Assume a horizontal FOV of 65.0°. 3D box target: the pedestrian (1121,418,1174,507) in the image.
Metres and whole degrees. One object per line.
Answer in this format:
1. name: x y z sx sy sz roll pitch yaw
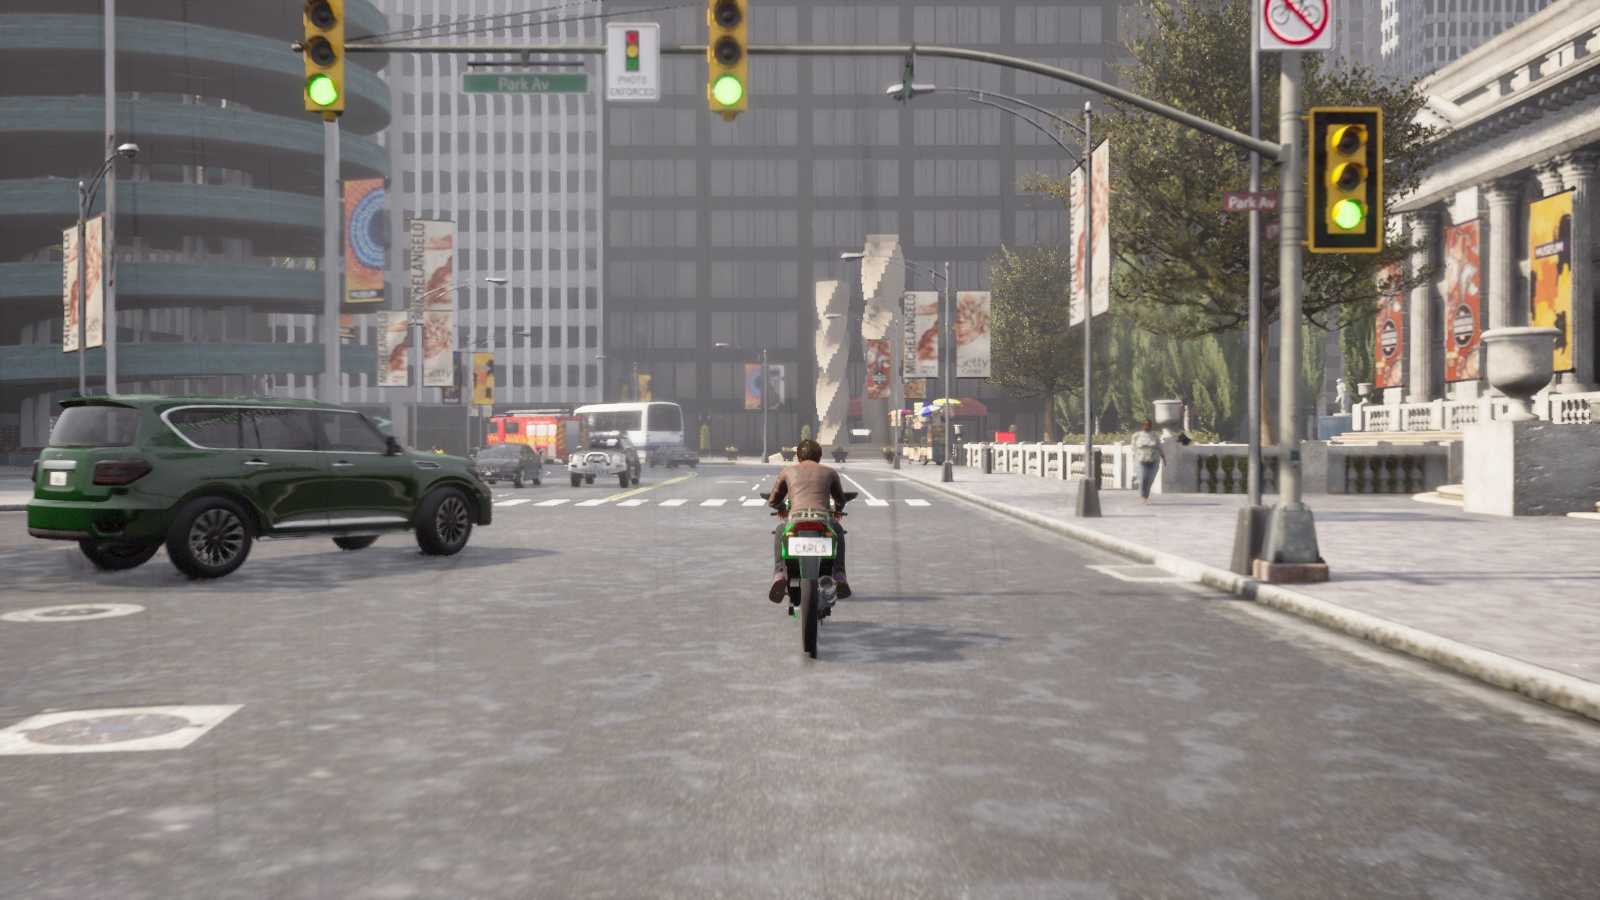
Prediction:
1. pedestrian: 7.342 0.260 26.560 0.874 1.855 0.900 0 0 1

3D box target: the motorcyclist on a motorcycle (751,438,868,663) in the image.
1. motorcyclist on a motorcycle: 0.070 0.675 9.541 0.797 1.523 2.044 0 0 0

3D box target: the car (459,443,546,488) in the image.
1. car: -10.241 0.498 43.614 1.837 1.490 4.892 0 0 0

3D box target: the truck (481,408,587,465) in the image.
1. truck: -18.882 -0.934 88.920 8.468 3.827 2.891 0 0 42

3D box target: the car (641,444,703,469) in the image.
1. car: -7.723 0.364 75.311 2.033 1.411 5.357 0 0 -26

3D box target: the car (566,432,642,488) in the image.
1. car: -6.741 0.312 43.679 1.932 1.855 4.605 0 0 0

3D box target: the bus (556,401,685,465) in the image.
1. bus: -12.713 -1.136 88.141 3.944 4.253 10.273 0 0 -42

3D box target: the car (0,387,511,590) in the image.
1. car: -6.416 0.372 15.607 2.150 2.045 5.566 0 0 33
